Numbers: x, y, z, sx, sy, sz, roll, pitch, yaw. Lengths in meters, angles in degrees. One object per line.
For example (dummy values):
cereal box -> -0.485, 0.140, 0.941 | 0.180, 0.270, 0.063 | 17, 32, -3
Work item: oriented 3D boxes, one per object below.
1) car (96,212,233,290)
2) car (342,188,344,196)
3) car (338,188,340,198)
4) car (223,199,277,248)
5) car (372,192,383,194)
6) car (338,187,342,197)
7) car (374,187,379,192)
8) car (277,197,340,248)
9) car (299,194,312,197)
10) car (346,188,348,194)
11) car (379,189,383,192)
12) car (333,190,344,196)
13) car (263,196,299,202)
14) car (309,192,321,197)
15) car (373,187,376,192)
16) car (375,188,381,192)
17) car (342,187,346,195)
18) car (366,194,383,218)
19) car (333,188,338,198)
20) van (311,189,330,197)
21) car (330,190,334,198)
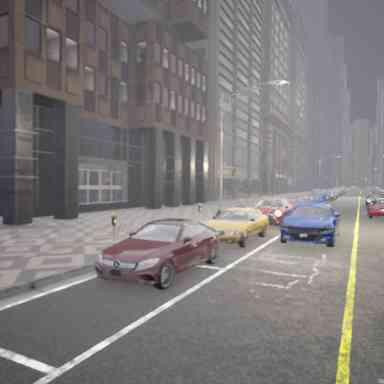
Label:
car -> -0.597, 1.369, 8.617 | 1.802, 1.307, 4.206 | 1, 2, 27
car -> 27.333, 0.343, 63.534 | 1.947, 1.339, 4.313 | 1, 2, 27
car -> 22.255, 0.526, 53.549 | 1.947, 1.339, 4.313 | 1, 2, 27
car -> 1.866, 1.223, 13.457 | 1.752, 1.417, 4.829 | 1, 2, 27
car -> 19.734, 0.948, 35.788 | 1.895, 1.301, 4.718 | 1, 2, 28
car -> 24.796, 0.309, 58.539 | 1.967, 1.590, 4.097 | 1, 2, 27
car -> 42.555, 0.231, 74.661 | 1.947, 1.339, 4.313 | 1, 2, 27
car -> 5.023, 1.197, 13.789 | 1.882, 1.535, 5.008 | 1, 2, 27
car -> 7.021, 1.056, 23.594 | 1.887, 1.381, 4.507 | 1, 2, 27
car -> 34.954, -0.180, 78.505 | 2.192, 1.841, 5.009 | 1, 2, 27
car -> 32.398, 0.574, 54.689 | 1.887, 1.381, 4.507 | 1, 2, 27
car -> 32.411, 0.177, 73.519 | 1.802, 1.307, 4.206 | 1, 2, 27
car -> 4.483, 1.043, 18.599 | 1.967, 1.590, 4.097 | 1, 2, 27
car -> 9.560, 0.964, 28.587 | 1.887, 1.381, 4.507 | 1, 2, 27
car -> 45.094, 0.126, 79.653 | 2.008, 1.369, 4.403 | 1, 2, 27
car -> 40.016, 0.321, 69.669 | 1.947, 1.339, 4.313 | 1, 2, 27
car -> 29.876, 0.001, 68.520 | 2.192, 1.841, 5.009 | 1, 2, 27
car -> 13.729, 1.131, 23.881 | 1.994, 1.385, 4.181 | 1, 2, 27
car -> 19.718, 0.492, 48.554 | 1.967, 1.590, 4.097 | 1, 2, 27
van -> 14.641, 0.577, 38.567 | 1.690, 1.788, 3.998 | 1, 2, 27
car -> 17.177, 0.726, 43.565 | 1.802, 1.307, 4.206 | 1, 2, 27
